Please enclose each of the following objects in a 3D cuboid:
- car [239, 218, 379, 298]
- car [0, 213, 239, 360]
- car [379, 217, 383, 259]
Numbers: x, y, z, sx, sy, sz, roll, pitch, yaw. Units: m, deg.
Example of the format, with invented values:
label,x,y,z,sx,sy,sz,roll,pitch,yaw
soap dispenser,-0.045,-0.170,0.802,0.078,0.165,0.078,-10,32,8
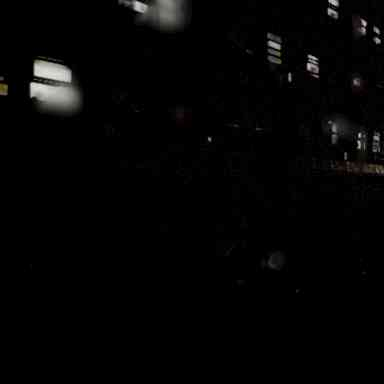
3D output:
label,x,y,z,sx,sy,sz,roll,pitch,yaw
car,2.681,1.442,8.469,4.097,1.590,1.967,0,0,-35
car,-1.907,1.316,5.196,5.009,1.841,2.192,0,0,-35
car,7.271,1.548,11.741,4.507,1.381,1.887,0,0,-35
